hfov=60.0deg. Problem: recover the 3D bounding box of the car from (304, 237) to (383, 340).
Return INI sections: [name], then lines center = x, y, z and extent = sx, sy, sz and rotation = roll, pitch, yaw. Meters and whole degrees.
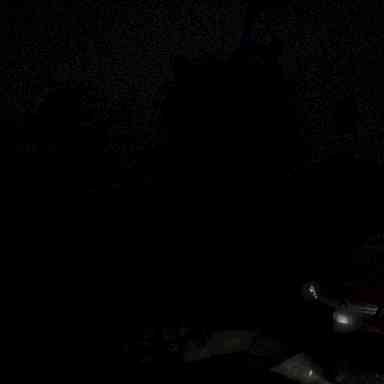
[car]
center = 4.097, 1.640, 6.470
extent = 4.674, 1.442, 1.812
rotation = 0, -3, -38
